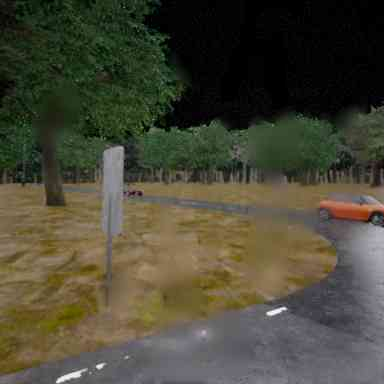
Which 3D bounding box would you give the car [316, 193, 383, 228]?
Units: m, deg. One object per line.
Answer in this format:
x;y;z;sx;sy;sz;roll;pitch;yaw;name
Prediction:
9.472;0.907;18.671;2.097;1.767;4.553;2;1;-38;car

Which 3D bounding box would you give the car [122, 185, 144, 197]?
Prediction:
-7.769;-0.107;40.585;1.895;1.301;4.718;2;2;-38;car
